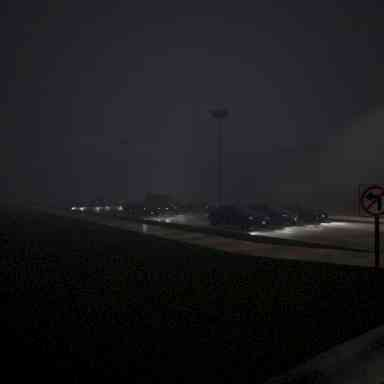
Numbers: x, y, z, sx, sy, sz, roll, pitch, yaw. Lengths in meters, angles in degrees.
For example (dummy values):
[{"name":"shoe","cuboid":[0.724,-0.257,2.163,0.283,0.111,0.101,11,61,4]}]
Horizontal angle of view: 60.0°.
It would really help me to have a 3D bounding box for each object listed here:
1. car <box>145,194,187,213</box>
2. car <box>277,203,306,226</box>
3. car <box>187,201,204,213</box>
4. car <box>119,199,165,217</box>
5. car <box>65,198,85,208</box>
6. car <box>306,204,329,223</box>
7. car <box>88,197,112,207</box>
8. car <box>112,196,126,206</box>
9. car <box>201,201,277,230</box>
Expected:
[{"name":"car","cuboid":[-3.243,1.221,35.665,2.150,2.045,5.566,0,0,-36]},{"name":"car","cuboid":[5.438,1.523,23.795,1.812,1.442,4.674,0,0,-37]},{"name":"car","cuboid":[0.835,1.597,36.011,1.895,1.301,4.718,0,0,-36]},{"name":"car","cuboid":[-4.905,1.598,32.002,1.895,1.301,4.718,0,0,-36]},{"name":"car","cuboid":[-17.476,1.563,49.542,1.994,1.385,4.181,0,0,-35]},{"name":"car","cuboid":[8.344,1.561,25.715,1.994,1.385,4.181,0,0,-36]},{"name":"car","cuboid":[-14.530,1.505,51.438,1.837,1.490,4.892,0,-1,-35]},{"name":"car","cuboid":[-11.624,1.475,53.390,1.882,1.535,5.008,0,0,-35]},{"name":"car","cuboid":[2.871,1.524,21.377,1.812,1.442,4.674,0,0,-35]}]
